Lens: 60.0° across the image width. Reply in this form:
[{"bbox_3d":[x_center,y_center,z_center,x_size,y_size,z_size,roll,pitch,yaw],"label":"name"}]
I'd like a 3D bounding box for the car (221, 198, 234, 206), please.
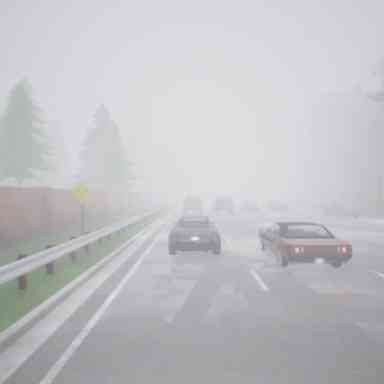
[{"bbox_3d":[7.005,1.928,65.881,2.128,1.511,4.902,0,0,0],"label":"car"}]

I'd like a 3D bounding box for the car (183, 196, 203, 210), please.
[{"bbox_3d":[0.104,1.480,39.860,2.150,2.045,5.566,0,0,0],"label":"car"}]

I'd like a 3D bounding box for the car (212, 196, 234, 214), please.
[{"bbox_3d":[3.603,1.475,39.356,2.150,2.045,5.566,0,0,0],"label":"car"}]

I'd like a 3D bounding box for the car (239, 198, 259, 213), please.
[{"bbox_3d":[7.104,1.830,41.853,1.994,1.385,4.181,0,0,0],"label":"car"}]

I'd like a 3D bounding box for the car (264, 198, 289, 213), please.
[{"bbox_3d":[10.604,1.786,41.141,1.812,1.442,4.674,0,-1,0],"label":"car"}]

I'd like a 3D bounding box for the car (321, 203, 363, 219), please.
[{"bbox_3d":[14.098,1.744,31.627,2.033,1.411,5.357,0,0,0],"label":"car"}]

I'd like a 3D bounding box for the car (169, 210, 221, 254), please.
[{"bbox_3d":[0.102,1.655,13.956,1.994,1.385,4.181,0,0,0],"label":"car"}]

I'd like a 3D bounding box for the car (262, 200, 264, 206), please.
[{"bbox_3d":[14.005,1.875,60.305,2.128,1.511,4.902,0,0,0],"label":"car"}]

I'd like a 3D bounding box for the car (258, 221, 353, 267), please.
[{"bbox_3d":[3.604,1.675,11.621,1.895,1.301,4.718,0,0,0],"label":"car"}]

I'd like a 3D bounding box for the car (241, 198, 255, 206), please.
[{"bbox_3d":[10.505,1.878,62.955,1.882,1.535,5.008,0,0,0],"label":"car"}]
